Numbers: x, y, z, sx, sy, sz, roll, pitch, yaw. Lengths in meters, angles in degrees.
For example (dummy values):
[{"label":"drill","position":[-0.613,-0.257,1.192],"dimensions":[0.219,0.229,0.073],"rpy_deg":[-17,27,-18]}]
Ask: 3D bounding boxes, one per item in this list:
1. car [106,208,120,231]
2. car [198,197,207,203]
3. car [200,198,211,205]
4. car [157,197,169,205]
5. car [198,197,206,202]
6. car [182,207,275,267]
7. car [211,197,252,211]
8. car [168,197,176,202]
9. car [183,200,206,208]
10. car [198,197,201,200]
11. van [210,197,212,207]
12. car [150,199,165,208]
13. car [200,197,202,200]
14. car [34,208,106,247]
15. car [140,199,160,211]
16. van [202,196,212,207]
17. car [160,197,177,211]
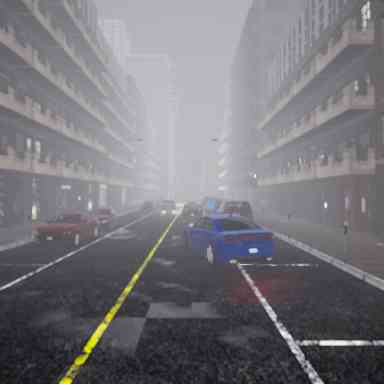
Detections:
[{"label":"car","position":[-5.711,1.697,21.252],"dimensions":[1.802,1.307,4.206],"rpy_deg":[0,0,0]},{"label":"car","position":[2.600,2.028,83.769],"dimensions":[2.008,1.369,4.403],"rpy_deg":[0,0,0]},{"label":"car","position":[2.619,1.941,66.722],"dimensions":[1.947,1.339,4.313],"rpy_deg":[0,0,0]},{"label":"car","position":[-5.761,1.815,66.711],"dimensions":[1.967,1.590,4.097],"rpy_deg":[0,0,0]},{"label":"car","position":[2.594,2.063,89.452],"dimensions":[2.008,1.369,4.403],"rpy_deg":[0,0,0]},{"label":"car","position":[1.069,1.542,11.911],"dimensions":[1.882,1.535,5.008],"rpy_deg":[0,0,-16]},{"label":"car","position":[2.670,1.431,21.265],"dimensions":[2.192,1.841,5.009],"rpy_deg":[0,0,0]},{"label":"car","position":[-5.793,2.098,95.122],"dimensions":[2.008,1.369,4.403],"rpy_deg":[0,0,0]},{"label":"car","position":[0.059,1.777,32.248],"dimensions":[1.895,1.301,4.718],"rpy_deg":[0,0,0]},{"label":"car","position":[0.041,1.892,52.416],"dimensions":[1.895,1.301,4.718],"rpy_deg":[0,0,0]},{"label":"van","position":[2.664,1.488,26.947],"dimensions":[1.690,1.788,3.998],"rpy_deg":[0,0,0]},{"label":"car","position":[-5.749,1.859,55.346],"dimensions":[2.008,1.369,4.403],"rpy_deg":[0,0,0]},{"label":"car","position":[2.632,1.623,55.358],"dimensions":[2.192,1.841,5.009],"rpy_deg":[0,0,0]},{"label":"car","position":[-5.704,1.629,15.569],"dimensions":[1.887,1.381,4.507],"rpy_deg":[0,0,0]},{"label":"car","position":[-5.736,1.788,43.981],"dimensions":[1.887,1.381,4.507],"rpy_deg":[0,0,0]},{"label":"van","position":[2.645,1.584,43.994],"dimensions":[1.690,1.788,3.998],"rpy_deg":[0,0,0]},{"label":"car","position":[-3.131,1.778,45.662],"dimensions":[1.812,1.442,4.674],"rpy_deg":[0,0,0]}]
